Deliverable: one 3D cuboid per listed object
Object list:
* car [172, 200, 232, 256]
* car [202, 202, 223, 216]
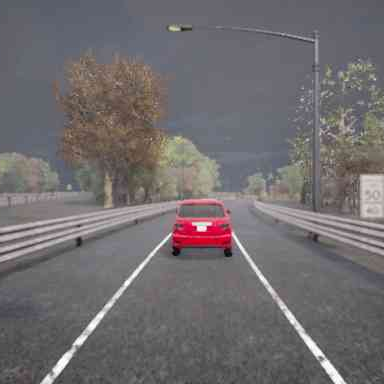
[{"bbox_3d":[0.445,1.318,13.777,2.150,2.045,5.566,0,0,3],"label":"car"},{"bbox_3d":[2.313,1.806,36.400,1.994,1.385,4.181,0,0,7],"label":"car"}]
